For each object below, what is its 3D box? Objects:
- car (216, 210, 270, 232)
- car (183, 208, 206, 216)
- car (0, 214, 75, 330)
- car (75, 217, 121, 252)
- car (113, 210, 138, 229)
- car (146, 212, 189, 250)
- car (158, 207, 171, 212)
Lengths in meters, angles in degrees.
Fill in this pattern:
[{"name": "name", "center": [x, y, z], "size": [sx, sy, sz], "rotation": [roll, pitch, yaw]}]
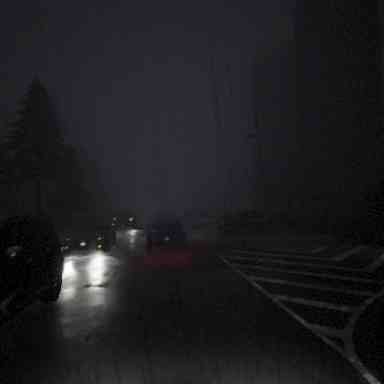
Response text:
[{"name": "car", "center": [3.853, 2.239, 25.648], "size": [3.988, 1.617, 1.851], "rotation": [-1, -2, -6]}, {"name": "car", "center": [0.408, 3.493, 58.456], "size": [4.181, 1.381, 1.994], "rotation": [-1, -2, -6]}, {"name": "car", "center": [-4.075, 1.487, 6.159], "size": [2.150, 2.045, 5.566], "rotation": [-1, -2, -5]}, {"name": "car", "center": [-5.026, 2.213, 16.840], "size": [1.994, 1.385, 4.181], "rotation": [-1, -2, -5]}, {"name": "car", "center": [-6.343, 2.530, 31.600], "size": [2.097, 1.767, 4.553], "rotation": [-1, -2, -5]}, {"name": "car", "center": [-1.378, 2.073, 17.606], "size": [1.882, 1.535, 5.008], "rotation": [-1, -2, -5]}, {"name": "car", "center": [-3.653, 3.016, 42.538], "size": [1.812, 1.442, 4.674], "rotation": [-1, -2, -5]}]
